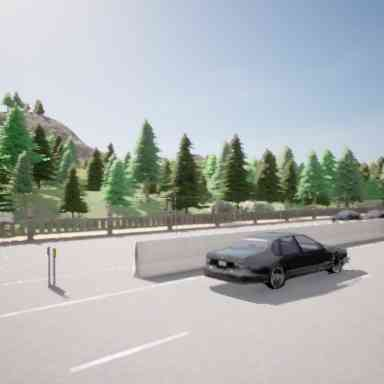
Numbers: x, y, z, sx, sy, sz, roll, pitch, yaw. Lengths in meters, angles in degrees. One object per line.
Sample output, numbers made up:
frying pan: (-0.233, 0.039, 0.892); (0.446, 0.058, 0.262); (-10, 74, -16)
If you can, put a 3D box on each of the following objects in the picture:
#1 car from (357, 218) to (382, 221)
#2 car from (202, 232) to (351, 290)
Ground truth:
car: (21.074, 2.761, 37.886); (4.674, 1.442, 1.812); (1, -3, -37)
car: (2.807, 1.973, 10.427); (5.357, 1.411, 2.033); (1, -3, -38)
